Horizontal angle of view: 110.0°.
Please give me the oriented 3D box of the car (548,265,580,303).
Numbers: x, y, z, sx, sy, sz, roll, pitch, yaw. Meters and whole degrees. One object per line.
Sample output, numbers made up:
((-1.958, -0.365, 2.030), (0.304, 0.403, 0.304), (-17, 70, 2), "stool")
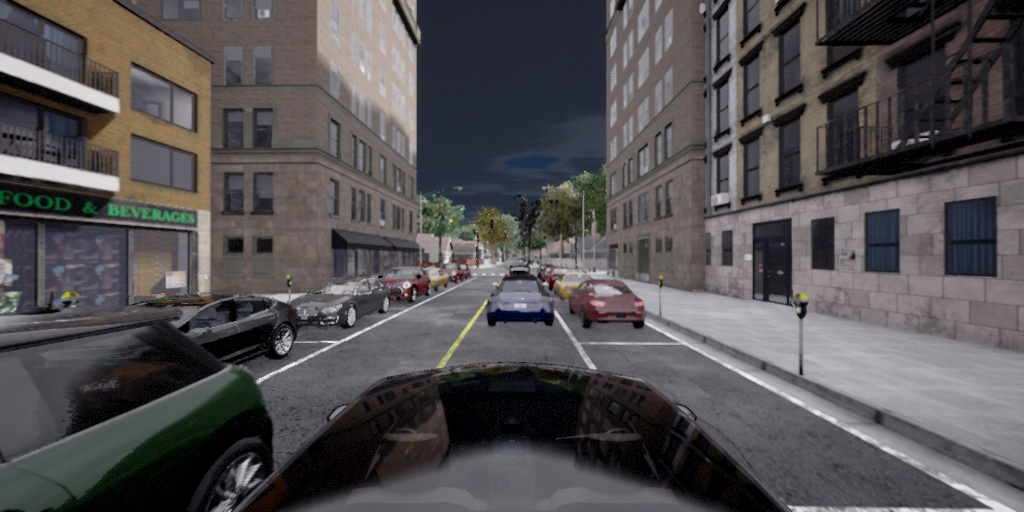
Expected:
((2.906, 1.313, 16.814), (1.751, 1.417, 4.829), (0, 0, 1), "car")

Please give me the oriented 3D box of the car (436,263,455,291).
((-5.018, 1.329, 22.142), (1.751, 1.417, 4.829), (0, 0, 1), "car")

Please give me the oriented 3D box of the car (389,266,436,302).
((-5.121, 1.227, 16.795), (1.967, 1.591, 4.097), (0, 0, 1), "car")

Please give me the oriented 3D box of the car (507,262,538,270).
((0.488, 1.311, 23.122), (1.837, 1.490, 4.892), (0, 0, 1), "car")

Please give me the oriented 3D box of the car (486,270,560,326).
((0.270, 1.337, 11.757), (1.994, 1.385, 4.181), (0, 0, 1), "car")

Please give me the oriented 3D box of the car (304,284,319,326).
((-5.332, 1.325, 5.760), (1.948, 1.339, 4.313), (0, 0, 1), "car")

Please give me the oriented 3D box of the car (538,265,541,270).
((3.114, 1.402, 27.678), (1.802, 1.307, 4.207), (0, 0, 1), "car")

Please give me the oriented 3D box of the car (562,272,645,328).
((2.797, 1.355, 11.127), (1.802, 1.307, 4.207), (0, 0, 1), "car")

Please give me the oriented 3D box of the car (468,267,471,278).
((-4.804, 1.418, 33.348), (1.802, 1.307, 4.207), (0, 0, 1), "car")

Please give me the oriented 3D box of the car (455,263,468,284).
((-4.910, 1.259, 27.830), (1.967, 1.591, 4.097), (0, 0, 1), "car")

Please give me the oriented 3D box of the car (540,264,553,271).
((3.009, 1.349, 22.161), (1.888, 1.381, 4.507), (0, 0, 1), "car")

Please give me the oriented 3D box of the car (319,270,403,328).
((-5.226, 1.323, 11.277), (2.007, 1.370, 4.403), (0, 0, 1), "car")

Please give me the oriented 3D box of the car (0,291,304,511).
((-2.886, 1.099, 0.803), (2.097, 1.767, 4.553), (0, 0, 1), "car")
